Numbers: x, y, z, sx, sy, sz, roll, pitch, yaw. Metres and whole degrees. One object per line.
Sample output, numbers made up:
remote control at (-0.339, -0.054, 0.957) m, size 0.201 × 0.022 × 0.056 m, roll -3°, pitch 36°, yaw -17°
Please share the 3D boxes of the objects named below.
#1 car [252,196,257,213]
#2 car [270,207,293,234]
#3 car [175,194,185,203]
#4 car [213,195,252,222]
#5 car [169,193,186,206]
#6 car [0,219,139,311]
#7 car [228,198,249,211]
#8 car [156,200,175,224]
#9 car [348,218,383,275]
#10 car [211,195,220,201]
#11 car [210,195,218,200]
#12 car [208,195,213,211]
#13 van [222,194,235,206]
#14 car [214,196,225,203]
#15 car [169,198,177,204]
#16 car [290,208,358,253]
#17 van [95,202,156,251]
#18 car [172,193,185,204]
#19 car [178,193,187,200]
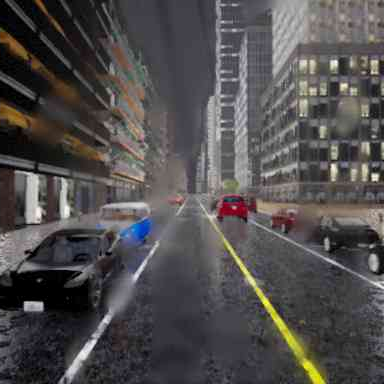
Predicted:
car at (5.762, 1.300, 36.162) m, size 2.192 × 1.841 × 5.009 m, roll 1°, pitch 0°, yaw 0°
car at (5.731, 1.546, 19.067) m, size 1.887 × 1.381 × 4.507 m, roll 1°, pitch 0°, yaw 0°
car at (-2.567, 1.364, 70.486) m, size 1.967 × 1.590 × 4.097 m, roll 1°, pitch 0°, yaw 0°
car at (3.080, 1.213, 26.364) m, size 2.150 × 2.045 × 5.566 m, roll 0°, pitch 0°, yaw 2°
car at (-2.591, 1.266, 53.390) m, size 2.192 × 1.841 × 5.009 m, roll 1°, pitch 0°, yaw 0°
car at (-2.668, 1.560, 7.802) m, size 1.947 × 1.339 × 4.313 m, roll 1°, pitch 0°, yaw 0°
car at (5.766, 1.529, 41.860) m, size 2.008 × 1.369 × 4.403 m, roll 1°, pitch 0°, yaw 0°
car at (-2.641, 1.534, 24.896) m, size 2.008 × 1.369 × 4.403 m, roll 1°, pitch 0°, yaw 0°
car at (5.713, 1.558, 7.672) m, size 2.008 × 1.369 × 4.403 m, roll 1°, pitch 0°, yaw 0°
car at (5.795, 1.483, 81.745) m, size 1.947 × 1.339 × 4.313 m, roll 1°, pitch 0°, yaw 0°
car at (5.803, 1.471, 87.444) m, size 1.947 × 1.339 × 4.313 m, roll 1°, pitch 0°, yaw 0°
car at (3.090, 1.483, 40.110) m, size 1.837 × 1.490 × 4.892 m, roll 0°, pitch 1°, yaw 1°
van at (5.798, 1.305, 53.256) m, size 1.690 × 1.788 × 3.998 m, roll 1°, pitch 0°, yaw 0°
car at (5.777, 1.519, 70.349) m, size 1.802 × 1.307 × 4.206 m, roll 1°, pitch 0°, yaw 0°
car at (-2.632, 1.560, 30.594) m, size 1.802 × 1.307 × 4.206 m, roll 1°, pitch 0°, yaw 0°
car at (5.722, 1.556, 13.369) m, size 2.008 × 1.369 × 4.403 m, roll 1°, pitch 0°, yaw 0°
van at (-2.654, 1.333, 13.499) m, size 1.690 × 1.788 × 3.998 m, roll 1°, pitch 0°, yaw 0°
car at (-2.573, 1.249, 64.786) m, size 2.192 × 1.841 × 5.009 m, roll 1°, pitch 0°, yaw 0°
car at (-2.538, 1.207, 87.581) m, size 2.192 × 1.841 × 5.009 m, roll 1°, pitch 0°, yaw 0°
